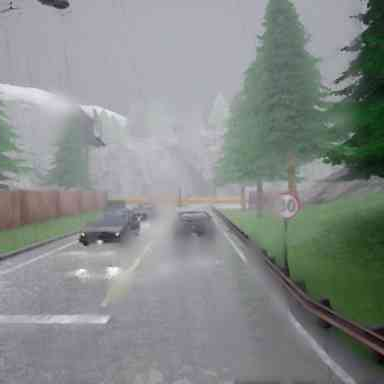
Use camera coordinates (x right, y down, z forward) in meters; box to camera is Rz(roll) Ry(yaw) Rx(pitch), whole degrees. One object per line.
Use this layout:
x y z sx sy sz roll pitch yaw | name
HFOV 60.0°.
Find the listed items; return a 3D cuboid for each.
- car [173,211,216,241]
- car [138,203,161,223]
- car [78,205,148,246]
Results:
0.104 1.589 16.496 1.895 1.301 4.718 0 0 0 | car
-3.550 1.558 25.518 1.994 1.385 4.181 0 0 1 | car
-3.573 1.546 15.529 2.033 1.411 5.357 0 0 0 | car
